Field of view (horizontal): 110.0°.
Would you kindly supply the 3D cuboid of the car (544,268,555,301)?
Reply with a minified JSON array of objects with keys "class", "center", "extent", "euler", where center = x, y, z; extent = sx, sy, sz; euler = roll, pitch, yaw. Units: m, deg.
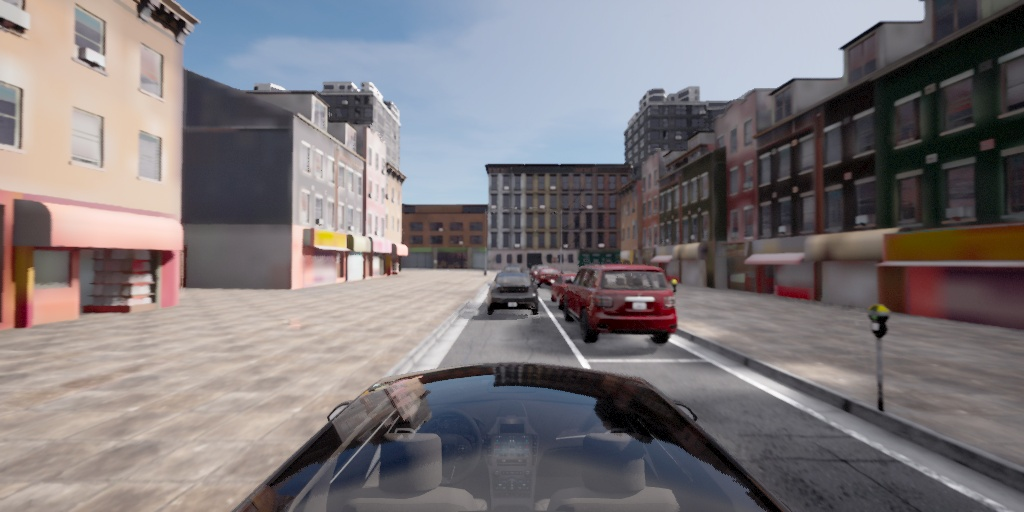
[{"class":"car","center":[2.645,1.421,15.325],"extent":[1.888,1.381,4.507],"euler":[0,0,0]}]

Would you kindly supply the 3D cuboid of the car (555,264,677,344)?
[{"class":"car","center":[2.643,1.139,9.822],"extent":[2.192,1.841,5.009],"euler":[0,0,0]}]

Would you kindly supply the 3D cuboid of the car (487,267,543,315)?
[{"class":"car","center":[0.047,1.373,14.303],"extent":[1.837,1.490,4.892],"euler":[0,0,1]}]

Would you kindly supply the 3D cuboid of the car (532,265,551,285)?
[{"class":"car","center":[2.649,1.528,26.332],"extent":[1.888,1.381,4.507],"euler":[0,0,0]}]
